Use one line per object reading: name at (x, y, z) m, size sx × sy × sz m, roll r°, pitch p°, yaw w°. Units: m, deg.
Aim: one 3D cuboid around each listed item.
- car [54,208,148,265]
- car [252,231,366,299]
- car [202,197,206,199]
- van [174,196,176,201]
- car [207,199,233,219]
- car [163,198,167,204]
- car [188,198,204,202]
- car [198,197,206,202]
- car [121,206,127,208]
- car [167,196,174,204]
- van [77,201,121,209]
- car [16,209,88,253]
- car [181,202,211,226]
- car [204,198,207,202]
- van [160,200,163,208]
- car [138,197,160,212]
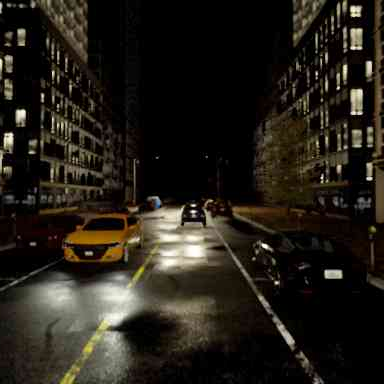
car at (-3.004, 1.553, 12.237) m, size 1.882 × 1.535 × 5.008 m, roll 0°, pitch -1°, yaw 0°
car at (2.697, 1.618, 8.424) m, size 1.947 × 1.339 × 4.313 m, roll 0°, pitch 0°, yaw 0°
car at (2.712, 1.807, 48.437) m, size 1.752 × 1.417 × 4.829 m, roll 0°, pitch 0°, yaw 0°
van at (-5.653, 1.838, 88.130) m, size 1.690 × 1.788 × 3.998 m, roll 0°, pitch 0°, yaw 0°
car at (2.706, 1.625, 31.191) m, size 1.967 × 1.590 × 4.097 m, roll 0°, pitch 0°, yaw 0°
car at (-5.667, 1.878, 53.977) m, size 1.947 × 1.339 × 4.313 m, roll 0°, pitch 0°, yaw 0°
car at (0.115, 1.792, 41.834) m, size 2.033 × 1.411 × 5.357 m, roll 0°, pitch 0°, yaw 0°
car at (2.729, 2.078, 93.801) m, size 2.008 × 1.369 × 4.403 m, roll 0°, pitch 0°, yaw 0°
car at (-5.678, 1.735, 25.516) m, size 1.802 × 1.307 × 4.206 m, roll 0°, pitch 0°, yaw 0°
car at (-5.658, 1.961, 76.574) m, size 1.752 × 1.417 × 4.829 m, roll 0°, pitch 0°, yaw 0°
van at (-5.679, 1.461, 19.826) m, size 1.690 × 1.788 × 3.998 m, roll 0°, pitch 0°, yaw 0°
car at (-5.682, 1.631, 14.132) m, size 1.887 × 1.381 × 4.507 m, roll 0°, pitch 0°, yaw 0°
car at (0.108, 1.697, 25.106) m, size 2.033 × 1.411 × 5.357 m, roll 0°, pitch 0°, yaw 0°
car at (2.709, 1.831, 42.574) m, size 1.802 × 1.307 × 4.206 m, roll 0°, pitch 0°, yaw 0°
van at (-5.668, 1.622, 48.286) m, size 1.690 × 1.788 × 3.998 m, roll 0°, pitch 0°, yaw 0°
car at (-5.671, 1.689, 42.592) m, size 1.967 × 1.590 × 4.097 m, roll 0°, pitch 0°, yaw 0°
